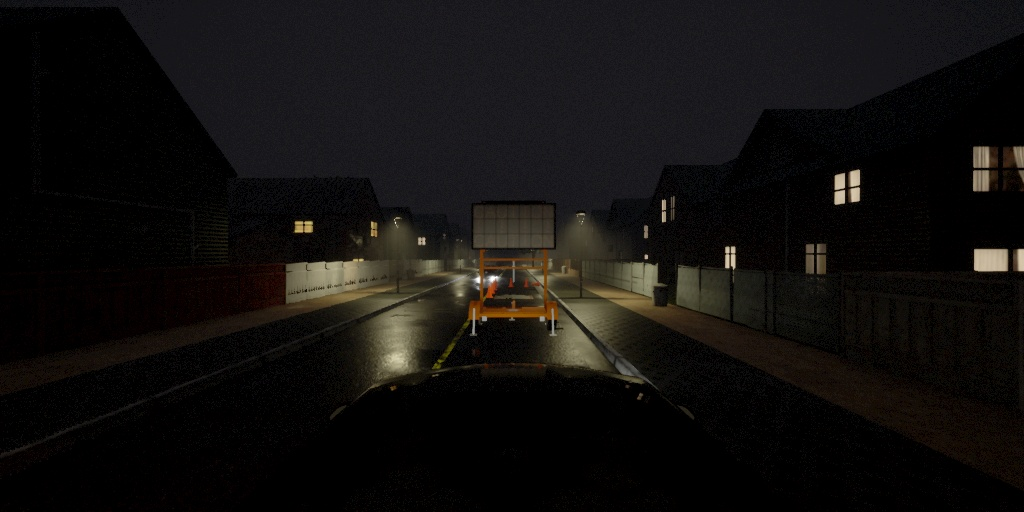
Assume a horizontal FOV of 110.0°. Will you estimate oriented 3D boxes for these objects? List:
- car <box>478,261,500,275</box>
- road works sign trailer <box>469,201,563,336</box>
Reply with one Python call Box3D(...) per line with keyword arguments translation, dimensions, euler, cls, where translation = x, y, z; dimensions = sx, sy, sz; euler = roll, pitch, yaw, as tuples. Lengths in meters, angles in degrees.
Box3D(translation=(-2.661, 1.421, 39.353), dimensions=(1.895, 1.301, 4.718), euler=(0, 0, 0), cls="car")
Box3D(translation=(0.049, 0.214, 10.396), dimensions=(2.380, 3.560, 2.880), euler=(0, 0, 1), cls="road works sign trailer")
